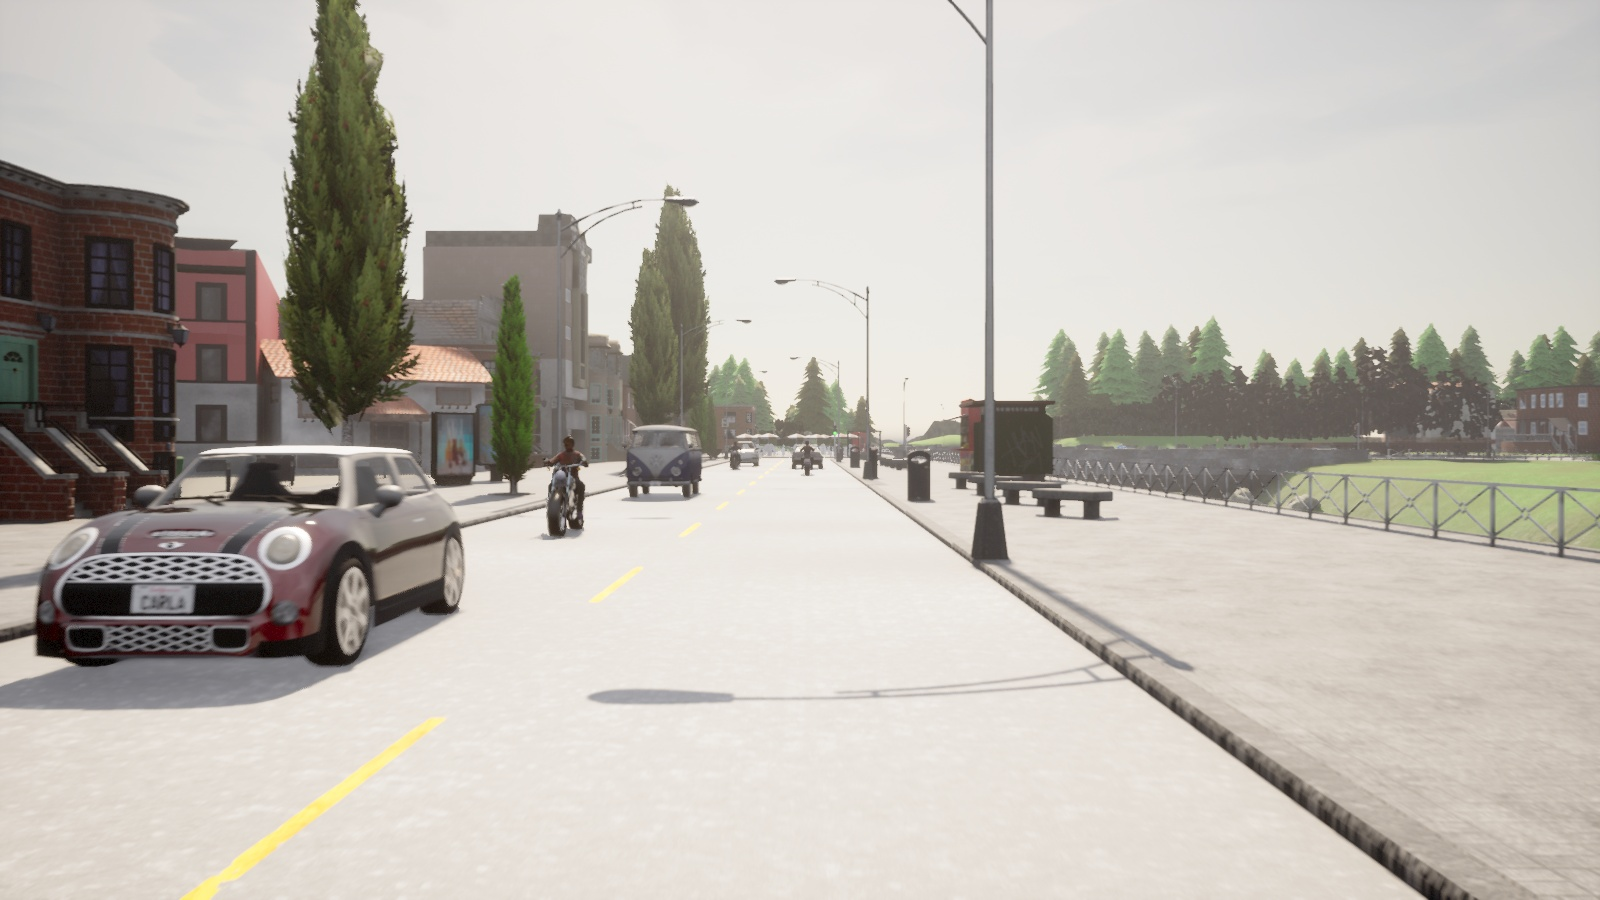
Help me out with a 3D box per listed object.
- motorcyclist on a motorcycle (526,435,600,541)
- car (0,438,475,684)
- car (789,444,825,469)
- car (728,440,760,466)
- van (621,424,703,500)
[{"bbox_3d":[-3.870,0.577,20.673,0.766,1.649,2.350,0,0,0],"label":"motorcyclist on a motorcycle"},{"bbox_3d":[-3.932,0.656,9.437,1.970,1.475,3.806,0,0,0],"label":"car"},{"bbox_3d":[0.423,0.379,73.728,2.033,1.411,5.357,0,0,0],"label":"car"},{"bbox_3d":[-3.540,0.190,80.225,1.851,1.617,3.988,0,0,0],"label":"car"},{"bbox_3d":[-3.788,0.298,35.183,1.775,1.987,4.442,0,0,0],"label":"van"}]
